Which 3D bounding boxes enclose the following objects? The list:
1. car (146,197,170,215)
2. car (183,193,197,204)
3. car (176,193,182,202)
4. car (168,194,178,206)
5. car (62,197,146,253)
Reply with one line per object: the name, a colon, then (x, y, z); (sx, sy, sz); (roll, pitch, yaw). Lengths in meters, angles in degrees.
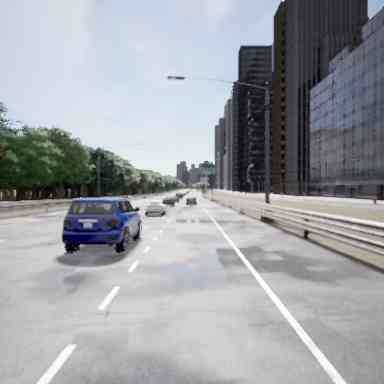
car: (-3.567, 1.534, 33.518); (1.812, 1.442, 4.674); (0, 0, 0)
car: (-0.122, 1.525, 63.957); (2.128, 1.511, 4.902); (0, 0, 0)
car: (-3.798, 1.592, 74.080); (1.994, 1.385, 4.181); (0, 0, 0)
car: (-3.661, 1.533, 53.532); (1.837, 1.490, 4.892); (0, 0, 0)
car: (-3.514, 1.221, 13.900); (2.150, 2.045, 5.566); (0, 0, 0)
